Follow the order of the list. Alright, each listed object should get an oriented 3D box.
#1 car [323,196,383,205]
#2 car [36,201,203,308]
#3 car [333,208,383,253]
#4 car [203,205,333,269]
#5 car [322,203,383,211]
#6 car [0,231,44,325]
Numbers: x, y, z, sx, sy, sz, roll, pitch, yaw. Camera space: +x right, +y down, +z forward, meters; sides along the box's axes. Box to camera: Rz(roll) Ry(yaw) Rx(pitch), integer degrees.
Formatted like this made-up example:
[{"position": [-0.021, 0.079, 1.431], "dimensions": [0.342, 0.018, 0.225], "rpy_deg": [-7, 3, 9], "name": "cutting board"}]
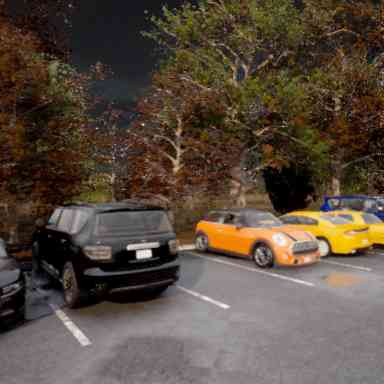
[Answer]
[{"position": [9.036, 1.245, 16.473], "dimensions": [2.435, 2.045, 5.566], "rpy_deg": [0, 0, -36], "name": "car"}, {"position": [-2.441, 1.249, 8.354], "dimensions": [2.435, 2.045, 5.566], "rpy_deg": [0, 0, -35], "name": "car"}, {"position": [4.388, 1.513, 13.185], "dimensions": [2.097, 1.535, 5.008], "rpy_deg": [0, 0, -36], "name": "car"}, {"position": [2.099, 1.392, 11.597], "dimensions": [2.185, 1.767, 4.553], "rpy_deg": [0, 0, -36], "name": "car"}, {"position": [6.645, 1.502, 15.030], "dimensions": [1.946, 1.575, 5.366], "rpy_deg": [0, 0, -36], "name": "car"}, {"position": [-4.700, 1.479, 6.715], "dimensions": [2.097, 1.535, 5.008], "rpy_deg": [1, 0, -36], "name": "car"}]
